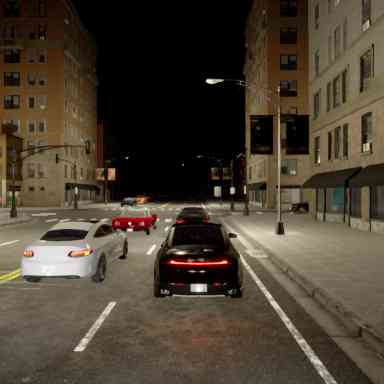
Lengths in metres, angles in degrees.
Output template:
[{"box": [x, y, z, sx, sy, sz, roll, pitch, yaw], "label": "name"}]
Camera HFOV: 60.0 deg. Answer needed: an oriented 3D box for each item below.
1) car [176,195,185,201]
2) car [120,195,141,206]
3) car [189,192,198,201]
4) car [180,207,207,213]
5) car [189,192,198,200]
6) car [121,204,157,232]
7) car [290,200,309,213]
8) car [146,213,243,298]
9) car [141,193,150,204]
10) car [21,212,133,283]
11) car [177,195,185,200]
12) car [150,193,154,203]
[{"box": [-2.900, 1.502, 80.157, 1.812, 1.442, 4.674, 0, 0, 0], "label": "car"}, {"box": [-9.622, 1.540, 51.188, 2.033, 1.411, 5.357, 0, 0, 0], "label": "car"}, {"box": [0.349, 1.477, 79.726, 1.837, 1.490, 4.892, 0, 0, 0], "label": "car"}, {"box": [0.075, 1.524, 17.746, 1.812, 1.442, 4.674, 0, 0, 0], "label": "car"}, {"box": [0.394, 1.070, 90.175, 2.150, 2.045, 5.566, 0, 0, 0], "label": "car"}, {"box": [-3.071, 1.600, 18.742, 1.895, 1.301, 4.718, 0, 0, 0], "label": "car"}, {"box": [13.213, 1.528, 36.317, 4.902, 1.511, 2.128, 0, 0, -1], "label": "car"}, {"box": [0.136, 1.505, 8.501, 1.837, 1.490, 4.892, 0, 0, 0], "label": "car"}, {"box": [-9.553, 1.340, 61.078, 2.097, 1.767, 4.553, 0, 0, 1], "label": "car"}, {"box": [-3.115, 1.525, 9.581, 1.812, 1.442, 4.674, 0, 0, 0], "label": "car"}, {"box": [-2.856, 1.398, 90.160, 1.994, 1.385, 4.181, 0, 0, 0], "label": "car"}, {"box": [-9.437, 1.209, 71.490, 2.150, 2.045, 5.566, 0, 0, 0], "label": "car"}]
